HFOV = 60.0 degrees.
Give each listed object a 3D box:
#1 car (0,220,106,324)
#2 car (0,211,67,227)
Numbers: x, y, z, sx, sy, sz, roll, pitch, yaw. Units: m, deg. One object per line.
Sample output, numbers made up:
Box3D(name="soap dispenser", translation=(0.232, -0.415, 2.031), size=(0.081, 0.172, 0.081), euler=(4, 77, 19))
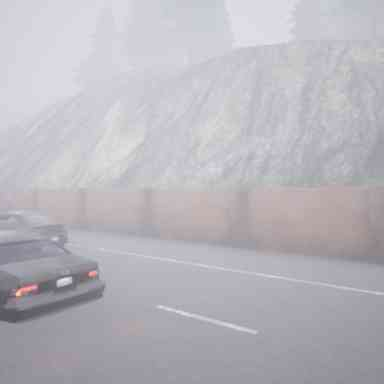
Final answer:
Box3D(name="car", translation=(-4.149, 1.521, 6.952), size=(5.357, 1.411, 2.033), euler=(0, 0, 36))
Box3D(name="car", translation=(-6.746, 1.479, 13.105), size=(4.674, 1.442, 1.812), euler=(0, 0, 36))
